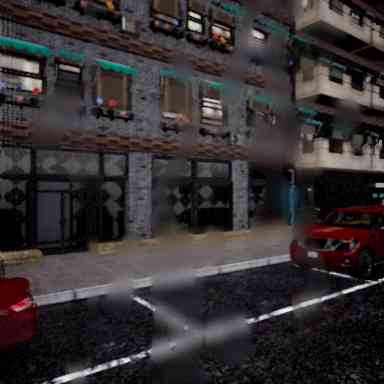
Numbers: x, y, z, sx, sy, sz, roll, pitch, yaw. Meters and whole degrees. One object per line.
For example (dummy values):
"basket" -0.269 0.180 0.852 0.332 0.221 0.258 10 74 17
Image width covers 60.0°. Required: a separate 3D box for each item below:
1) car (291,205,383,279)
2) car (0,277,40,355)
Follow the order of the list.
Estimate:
"car" 5.262 1.360 10.325 5.009 1.841 2.192 0 -1 -36
"car" -4.010 1.577 3.703 4.206 1.307 1.802 0 0 -36
